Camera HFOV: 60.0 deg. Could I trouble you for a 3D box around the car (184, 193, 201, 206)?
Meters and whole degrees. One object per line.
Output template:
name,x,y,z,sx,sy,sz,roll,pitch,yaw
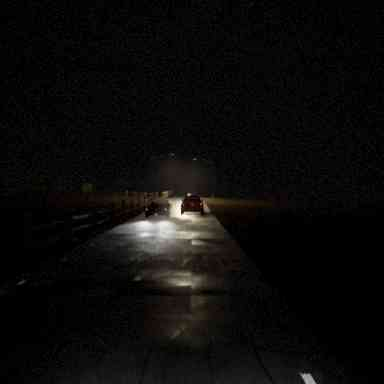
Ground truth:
car,0.091,0.948,45.200,2.128,1.511,4.902,0,1,1

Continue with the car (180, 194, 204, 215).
car,0.036,1.076,30.872,2.097,1.767,4.553,0,1,0

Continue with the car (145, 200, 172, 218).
car,-2.726,1.387,27.633,1.895,1.301,4.718,0,1,0
